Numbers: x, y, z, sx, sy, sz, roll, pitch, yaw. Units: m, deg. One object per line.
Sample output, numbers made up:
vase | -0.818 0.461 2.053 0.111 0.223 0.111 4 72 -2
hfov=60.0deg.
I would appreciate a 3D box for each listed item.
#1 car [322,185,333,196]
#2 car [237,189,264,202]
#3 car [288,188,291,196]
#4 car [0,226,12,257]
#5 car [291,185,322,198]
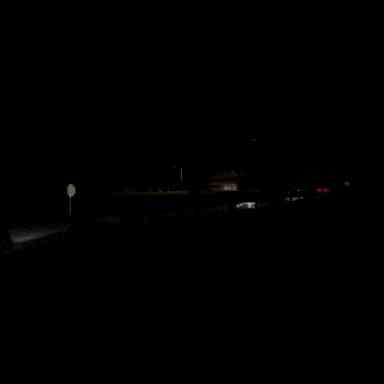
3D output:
car | 22.038 -0.308 55.646 2.097 1.767 4.553 0 1 35
car | 7.043 0.431 39.377 1.812 1.442 4.674 0 1 35
car | 16.939 -0.256 53.200 2.097 1.767 4.553 0 1 35
car | -6.685 1.424 9.177 2.128 1.511 4.902 -2 2 -10
car | 16.454 0.128 47.666 2.033 1.411 5.357 0 1 36
